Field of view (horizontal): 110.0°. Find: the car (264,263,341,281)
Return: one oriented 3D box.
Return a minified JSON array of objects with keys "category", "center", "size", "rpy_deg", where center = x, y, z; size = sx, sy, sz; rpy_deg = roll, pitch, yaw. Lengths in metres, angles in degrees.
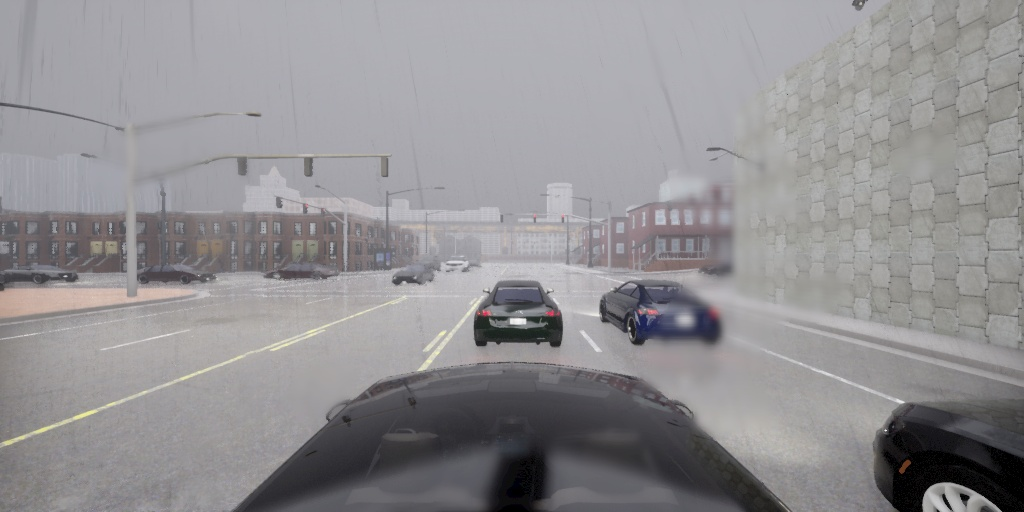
[{"category":"car","center":[-17.036,1.297,29.357],"size":[5.357,1.411,2.033],"rpy_deg":[0,0,-3]}]

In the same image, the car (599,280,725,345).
[{"category":"car","center":[3.668,1.314,9.536],"size":[1.994,1.385,4.181],"rpy_deg":[0,0,1]}]

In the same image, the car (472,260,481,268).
[{"category":"car","center":[-6.360,1.297,60.740],"size":[2.033,1.411,5.357],"rpy_deg":[0,0,1]}]

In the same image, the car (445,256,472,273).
[{"category":"car","center":[-6.593,0.971,43.533],"size":[2.150,2.045,5.566],"rpy_deg":[0,0,1]}]

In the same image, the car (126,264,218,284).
[{"category":"car","center":[-24.888,1.297,26.319],"size":[5.357,1.411,2.033],"rpy_deg":[0,0,0]}]

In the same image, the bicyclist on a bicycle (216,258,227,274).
[{"category":"bicyclist on a bicycle","center":[-30.389,1.053,37.354],"size":[0.582,1.620,1.656],"rpy_deg":[0,0,1]}]

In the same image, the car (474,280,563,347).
[{"category":"car","center":[0.164,1.314,9.377],"size":[1.994,1.385,4.181],"rpy_deg":[0,0,1]}]

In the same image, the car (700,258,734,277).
[{"category":"car","center":[18.535,0.854,29.630],"size":[5.357,1.411,2.033],"rpy_deg":[-5,0,1]}]

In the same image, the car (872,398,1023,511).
[{"category":"car","center":[3.584,1.255,0.624],"size":[1.837,1.490,4.892],"rpy_deg":[0,0,1]}]

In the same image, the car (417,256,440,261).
[{"category":"car","center":[-10.096,0.972,43.369],"size":[2.150,2.045,5.566],"rpy_deg":[0,0,1]}]

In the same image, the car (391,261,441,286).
[{"category":"car","center":[-6.815,1.297,25.462],"size":[2.033,1.411,5.357],"rpy_deg":[0,0,1]}]

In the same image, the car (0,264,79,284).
[{"category":"car","center":[-34.853,1.314,26.410],"size":[4.181,1.385,1.994],"rpy_deg":[0,0,1]}]
